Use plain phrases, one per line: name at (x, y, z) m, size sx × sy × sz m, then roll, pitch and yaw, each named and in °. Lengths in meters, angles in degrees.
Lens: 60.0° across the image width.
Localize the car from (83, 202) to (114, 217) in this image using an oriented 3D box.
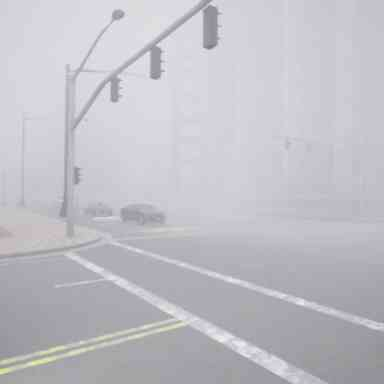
car at (-9.455, 1.719, 33.583) m, size 1.994 × 1.385 × 4.181 m, roll 1°, pitch -1°, yaw -35°

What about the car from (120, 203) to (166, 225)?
car at (-3.820, 1.632, 25.556) m, size 1.882 × 1.535 × 5.008 m, roll 1°, pitch -1°, yaw -35°

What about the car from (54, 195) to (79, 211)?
car at (-16.637, 1.380, 43.881) m, size 2.150 × 2.045 × 5.566 m, roll 1°, pitch -1°, yaw -35°
